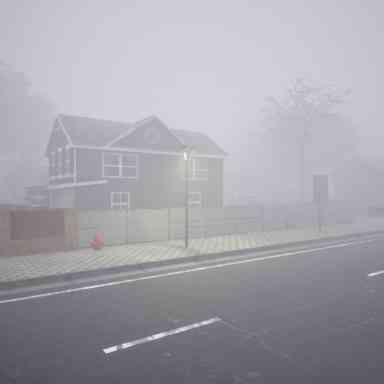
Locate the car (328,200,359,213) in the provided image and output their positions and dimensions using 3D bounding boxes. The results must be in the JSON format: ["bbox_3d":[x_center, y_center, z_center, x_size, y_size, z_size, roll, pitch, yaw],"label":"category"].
[{"bbox_3d":[13.515,1.522,33.348,2.128,1.511,4.902,0,0,-35],"label":"car"}]

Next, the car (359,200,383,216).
[{"bbox_3d":[18.357,1.514,31.386,2.128,1.511,4.902,0,0,-38],"label":"car"}]

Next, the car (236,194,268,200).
[{"bbox_3d":[7.719,1.271,41.553,2.150,2.045,5.566,0,0,-35],"label":"car"}]
